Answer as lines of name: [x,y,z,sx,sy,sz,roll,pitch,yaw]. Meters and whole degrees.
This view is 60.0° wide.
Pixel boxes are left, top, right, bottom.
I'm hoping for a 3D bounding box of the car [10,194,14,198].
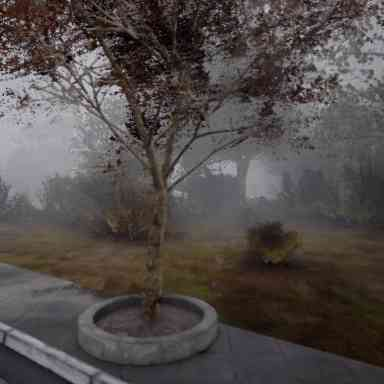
car: [-24.380,0.893,42.633,1.812,1.442,4.674,1,1,32]
